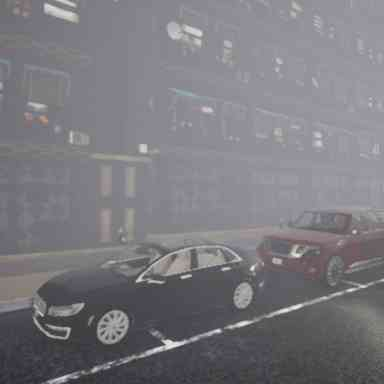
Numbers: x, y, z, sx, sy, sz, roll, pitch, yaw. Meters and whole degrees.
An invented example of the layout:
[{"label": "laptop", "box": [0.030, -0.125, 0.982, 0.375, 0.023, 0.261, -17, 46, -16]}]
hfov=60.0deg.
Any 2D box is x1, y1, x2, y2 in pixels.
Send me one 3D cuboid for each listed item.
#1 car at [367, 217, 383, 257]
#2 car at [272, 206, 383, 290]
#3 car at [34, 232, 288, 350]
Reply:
[{"label": "car", "box": [8.713, 1.664, 12.787, 4.206, 1.307, 1.802, 0, 1, -36]}, {"label": "car", "box": [4.104, 1.365, 9.484, 5.009, 1.841, 2.192, 0, 1, -36]}, {"label": "car", "box": [-0.510, 1.569, 6.186, 4.403, 1.369, 2.008, 0, 1, -36]}]
